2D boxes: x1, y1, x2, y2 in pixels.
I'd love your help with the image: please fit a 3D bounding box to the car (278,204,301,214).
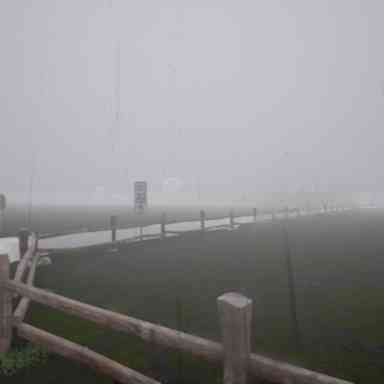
[{"bbox_3d":[14.575,2.471,49.455,2.033,1.411,5.357,-1,-1,35],"label":"car"}]
